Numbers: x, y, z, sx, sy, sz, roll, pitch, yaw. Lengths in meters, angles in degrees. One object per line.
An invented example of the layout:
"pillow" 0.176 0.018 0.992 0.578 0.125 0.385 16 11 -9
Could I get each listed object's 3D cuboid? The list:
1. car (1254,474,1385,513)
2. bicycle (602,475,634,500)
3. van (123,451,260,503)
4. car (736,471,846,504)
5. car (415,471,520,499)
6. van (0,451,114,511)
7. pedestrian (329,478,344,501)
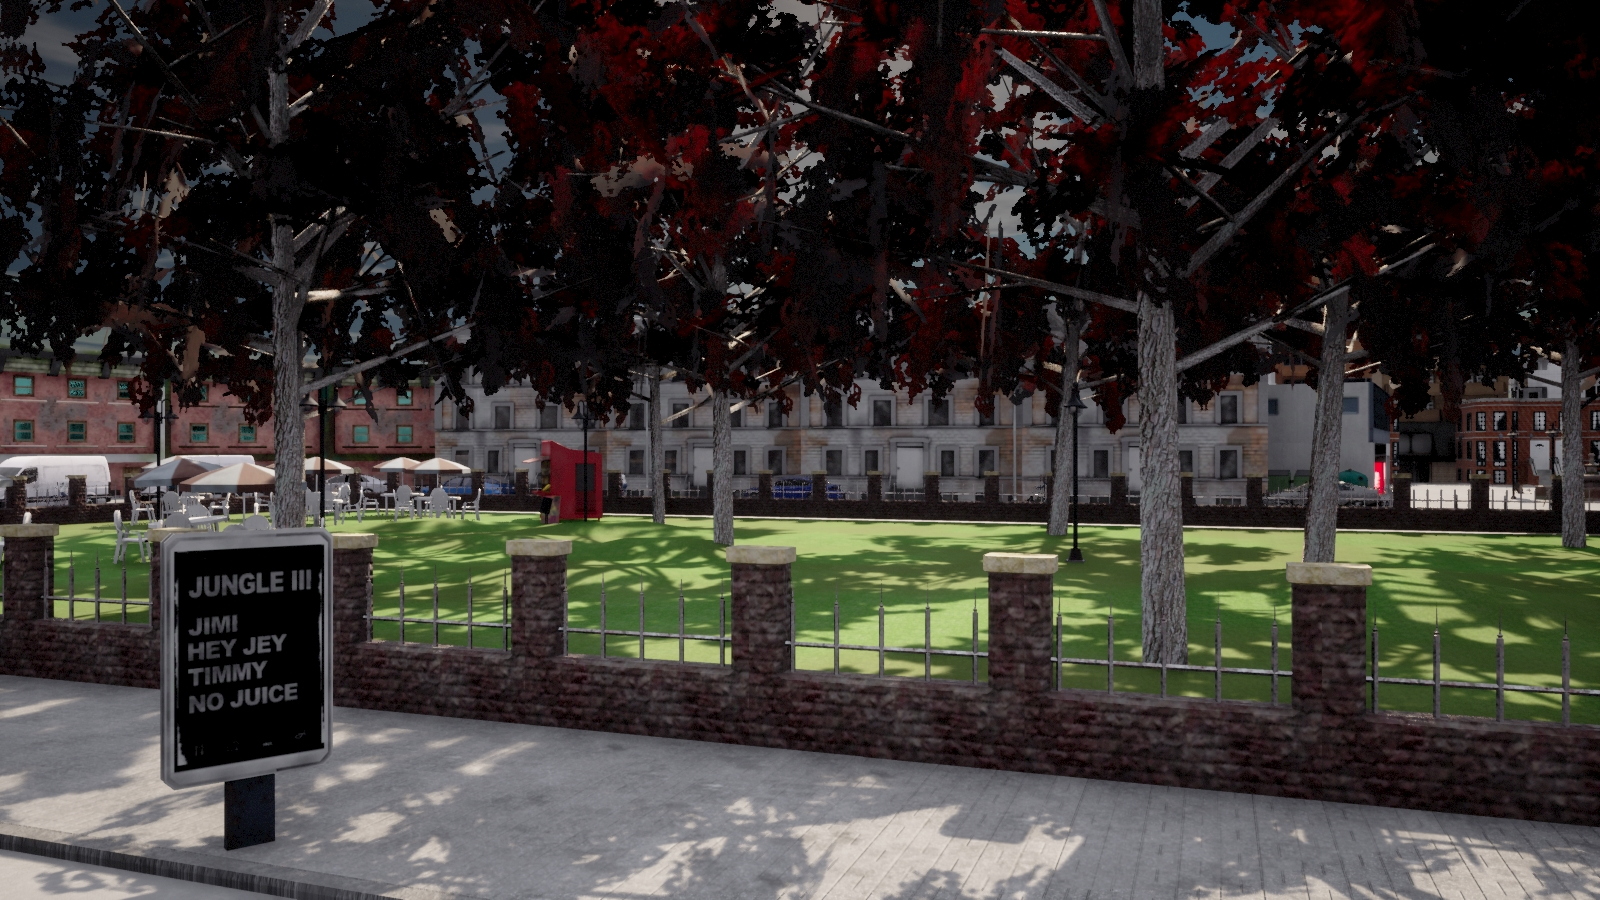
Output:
"car" 21.868 1.826 48.319 4.902 1.511 2.128 0 0 20
"bicycle" -9.502 1.948 59.688 1.643 1.296 0.373 0 0 20
"van" -31.314 1.336 58.944 1.988 2.561 5.915 0 0 41
"car" -0.438 1.822 56.413 5.006 1.535 2.097 0 0 20
"car" -18.262 1.902 62.828 5.357 1.411 2.033 0 0 19
"van" -34.456 1.334 51.696 1.988 2.561 5.915 0 0 21
"pedestrian" -22.444 1.922 55.355 0.500 1.100 0.500 0 0 9
